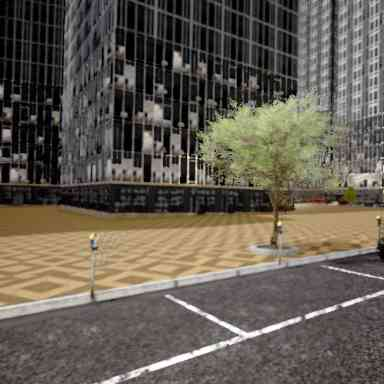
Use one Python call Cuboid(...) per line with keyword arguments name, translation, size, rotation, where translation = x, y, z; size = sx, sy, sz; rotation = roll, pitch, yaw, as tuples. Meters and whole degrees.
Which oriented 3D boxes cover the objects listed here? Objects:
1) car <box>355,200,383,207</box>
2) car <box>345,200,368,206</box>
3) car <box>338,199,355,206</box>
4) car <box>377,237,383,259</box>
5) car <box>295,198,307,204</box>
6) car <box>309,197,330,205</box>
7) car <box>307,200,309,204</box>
Cuboid(name="car", translation=(32.908, 2.156, 60.805), size=(2.008, 1.369, 4.403), rotation=(1, -1, -19))
Cuboid(name="car", translation=(36.591, 2.443, 73.996), size=(2.008, 1.369, 4.403), rotation=(1, -1, -19))
Cuboid(name="car", translation=(31.042, 2.088, 66.077), size=(1.967, 1.590, 4.097), rotation=(1, -1, -19))
Cuboid(name="car", translation=(8.295, 1.660, 11.604), size=(4.313, 1.339, 1.947), rotation=(1, 1, -33))
Cuboid(name="car", translation=(25.438, 2.217, 81.889), size=(1.967, 1.590, 4.097), rotation=(1, -1, -20))
Cuboid(name="car", translation=(32.858, 2.294, 84.546), size=(2.192, 1.841, 5.009), rotation=(1, -1, -19))
Cuboid(name="car", translation=(30.983, 2.603, 89.815), size=(1.802, 1.307, 4.206), rotation=(1, -1, -19))
